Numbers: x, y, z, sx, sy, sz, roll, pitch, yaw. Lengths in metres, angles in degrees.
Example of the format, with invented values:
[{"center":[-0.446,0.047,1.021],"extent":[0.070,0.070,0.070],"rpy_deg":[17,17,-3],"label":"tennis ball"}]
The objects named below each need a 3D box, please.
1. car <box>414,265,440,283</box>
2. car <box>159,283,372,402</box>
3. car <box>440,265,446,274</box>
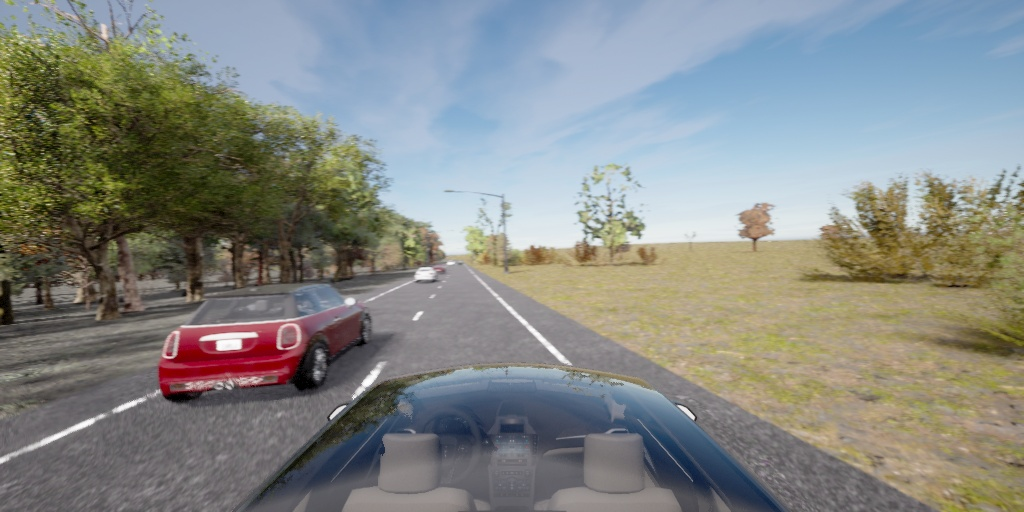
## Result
[{"center":[-8.564,1.879,35.985],"extent":[1.812,1.442,4.674],"rpy_deg":[-3,0,-8],"label":"car"},{"center":[-4.417,1.339,7.315],"extent":[2.097,1.767,4.553],"rpy_deg":[-3,0,-8],"label":"car"},{"center":[-11.872,2.168,58.810],"extent":[1.812,1.442,4.674],"rpy_deg":[-3,0,-8],"label":"car"}]
